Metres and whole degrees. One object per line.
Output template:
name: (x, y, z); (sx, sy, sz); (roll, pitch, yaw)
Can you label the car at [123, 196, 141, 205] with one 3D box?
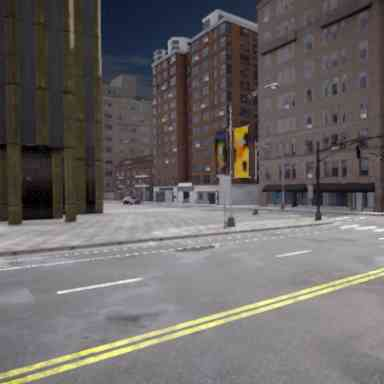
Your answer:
car: (-11.436, 1.612, 63.172); (2.097, 1.767, 4.553); (-1, 0, -35)
